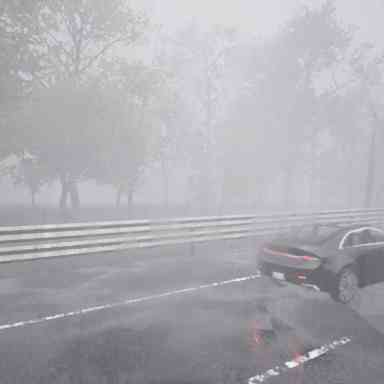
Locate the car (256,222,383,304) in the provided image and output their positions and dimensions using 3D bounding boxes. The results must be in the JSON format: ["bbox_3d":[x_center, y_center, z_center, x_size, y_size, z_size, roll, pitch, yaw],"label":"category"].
[{"bbox_3d":[3.757,1.494,8.159,4.902,1.511,2.128,0,0,-34],"label":"car"}]
